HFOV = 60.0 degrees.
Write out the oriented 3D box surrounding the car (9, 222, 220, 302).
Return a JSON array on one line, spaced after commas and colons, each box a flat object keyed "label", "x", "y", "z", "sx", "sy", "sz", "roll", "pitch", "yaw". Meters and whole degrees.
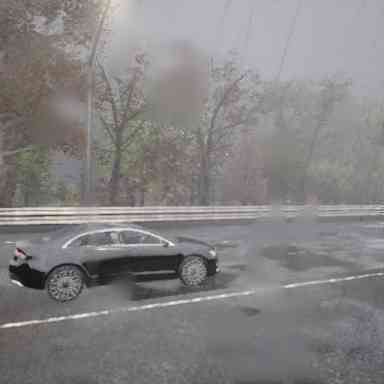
[{"label": "car", "x": -1.664, "y": 1.503, "z": 8.122, "sx": 4.902, "sy": 1.511, "sz": 2.128, "roll": 1, "pitch": 0, "yaw": -25}]
